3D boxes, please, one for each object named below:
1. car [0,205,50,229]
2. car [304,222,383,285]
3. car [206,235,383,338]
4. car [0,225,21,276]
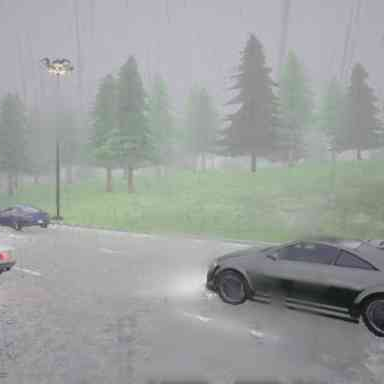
[{"bbox_3d":[-10.510,1.516,20.305,4.674,1.442,1.812,0,0,36],"label":"car"},{"bbox_3d":[5.585,1.612,8.623,4.718,1.301,1.895,0,0,36],"label":"car"},{"bbox_3d":[2.361,1.570,6.645,4.181,1.385,1.994,0,0,36],"label":"car"},{"bbox_3d":[-6.761,1.593,8.913,4.718,1.301,1.895,0,0,36],"label":"car"}]
